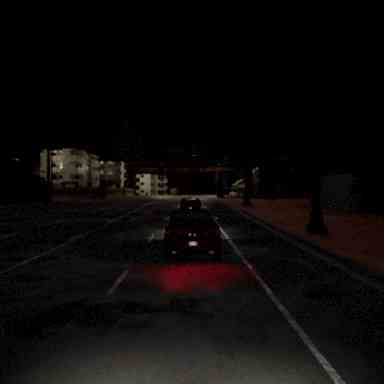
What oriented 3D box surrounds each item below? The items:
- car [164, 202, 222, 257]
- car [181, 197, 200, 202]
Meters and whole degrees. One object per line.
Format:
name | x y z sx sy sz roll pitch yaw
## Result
car | 0.009 1.391 12.648 1.882 1.535 5.008 0 1 0
car | -0.140 1.102 31.442 1.895 1.301 4.718 0 1 0
